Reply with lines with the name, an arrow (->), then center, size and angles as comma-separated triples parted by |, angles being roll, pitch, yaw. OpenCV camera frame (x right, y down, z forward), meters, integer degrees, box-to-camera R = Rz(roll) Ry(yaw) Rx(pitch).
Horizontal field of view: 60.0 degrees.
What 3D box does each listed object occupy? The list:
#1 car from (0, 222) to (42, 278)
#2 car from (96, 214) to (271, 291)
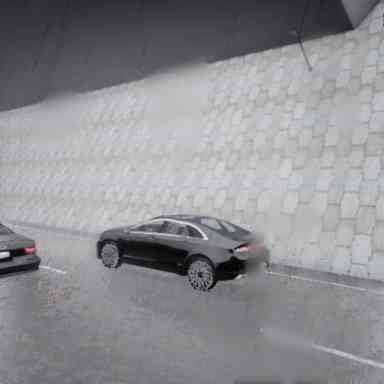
car -> -5.890, 1.248, 8.197 | 5.357, 1.411, 2.033 | 2, 1, 35
car -> -0.425, 1.325, 8.597 | 4.902, 1.511, 2.128 | 2, 1, 36
